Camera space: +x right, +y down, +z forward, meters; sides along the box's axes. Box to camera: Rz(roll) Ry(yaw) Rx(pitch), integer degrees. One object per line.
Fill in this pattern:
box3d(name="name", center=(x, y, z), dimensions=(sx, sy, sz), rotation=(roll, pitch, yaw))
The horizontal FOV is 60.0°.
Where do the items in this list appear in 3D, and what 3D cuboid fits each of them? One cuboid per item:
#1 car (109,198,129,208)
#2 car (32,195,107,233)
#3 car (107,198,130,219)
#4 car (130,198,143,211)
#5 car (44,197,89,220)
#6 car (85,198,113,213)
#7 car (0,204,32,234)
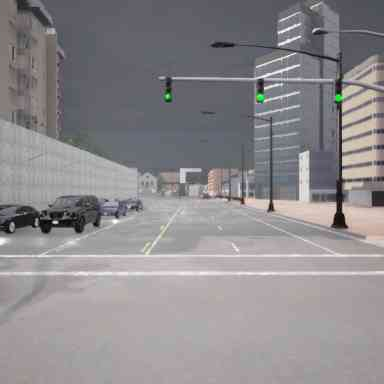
box3d(name="car", center=(-10.576, 1.600, 48.365), dimensions=(1.895, 1.301, 4.718), rotation=(0, 0, 0))
box3d(name="car", center=(-7.104, 1.221, 20.051), dimensions=(2.150, 2.045, 5.566), rotation=(0, 0, 0))
box3d(name="car", center=(-7.111, 1.525, 29.692), dimensions=(1.812, 1.442, 4.674), rotation=(0, 0, 0))
box3d(name="car", center=(-7.107, 1.491, 40.034), dimensions=(2.128, 1.511, 4.902), rotation=(0, 0, 0))
box3d(name="car", center=(-10.611, 1.352, 28.487), dimensions=(2.097, 1.767, 4.553), rotation=(0, 0, 0))
box3d(name="car", center=(-10.609, 1.504, 38.305), dimensions=(1.837, 1.490, 4.892), rotation=(0, 0, 0))
box3d(name="car", center=(-10.608, 1.505, 19.419), dimensions=(1.837, 1.490, 4.892), rotation=(0, 0, 0))
